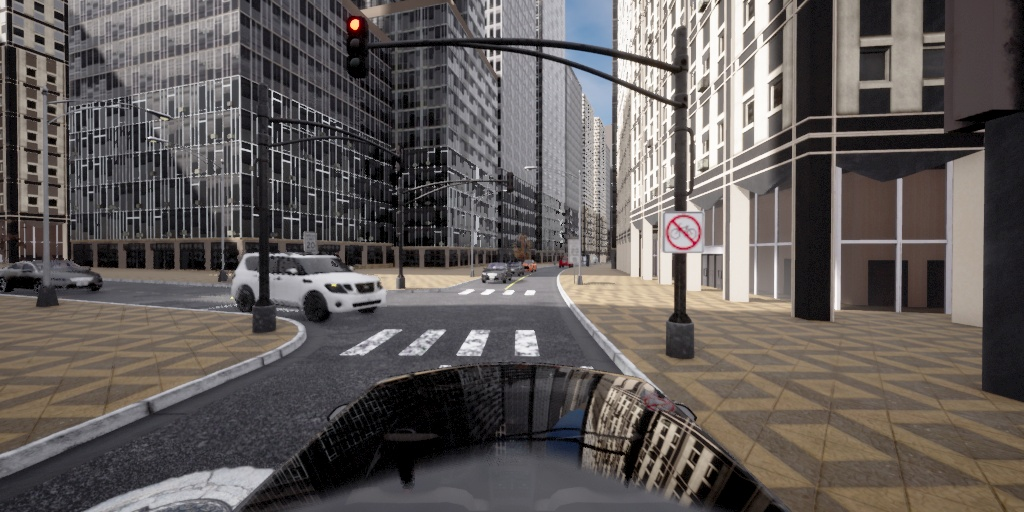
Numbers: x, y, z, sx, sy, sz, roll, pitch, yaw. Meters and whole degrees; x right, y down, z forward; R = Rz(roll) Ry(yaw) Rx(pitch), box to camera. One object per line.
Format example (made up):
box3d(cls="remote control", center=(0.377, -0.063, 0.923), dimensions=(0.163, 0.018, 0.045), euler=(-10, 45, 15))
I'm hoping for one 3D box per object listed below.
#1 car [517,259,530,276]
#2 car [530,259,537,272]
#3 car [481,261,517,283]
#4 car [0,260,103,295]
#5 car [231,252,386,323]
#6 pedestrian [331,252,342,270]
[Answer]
box3d(cls="car", center=(0.229, 1.311, 37.657), dimensions=(2.128, 1.511, 4.902), euler=(0, 0, 9))
box3d(cls="car", center=(2.008, 1.220, 47.435), dimensions=(2.097, 1.767, 4.553), euler=(0, 0, 12))
box3d(cls="car", center=(-1.117, 1.276, 28.175), dimensions=(2.128, 1.511, 4.902), euler=(0, 0, 7))
box3d(cls="car", center=(-21.822, 0.965, 16.940), dimensions=(4.902, 1.511, 2.128), euler=(1, 1, 16))
box3d(cls="car", center=(-6.965, 0.919, 12.179), dimensions=(5.566, 2.045, 2.150), euler=(1, 0, 23))
box3d(cls="pedestrian", center=(-9.523, 0.716, 19.442), dimensions=(0.375, 1.860, 0.375), euler=(0, 0, 16))
